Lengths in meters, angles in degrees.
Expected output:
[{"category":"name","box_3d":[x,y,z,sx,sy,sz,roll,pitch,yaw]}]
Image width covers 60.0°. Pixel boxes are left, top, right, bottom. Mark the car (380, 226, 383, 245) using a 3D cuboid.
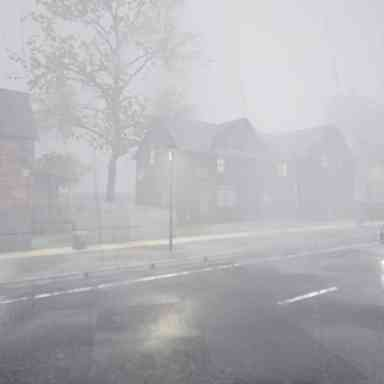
[{"category":"car","box_3d":[10.250,1.620,14.760,4.902,1.511,2.128,1,0,-34]}]
